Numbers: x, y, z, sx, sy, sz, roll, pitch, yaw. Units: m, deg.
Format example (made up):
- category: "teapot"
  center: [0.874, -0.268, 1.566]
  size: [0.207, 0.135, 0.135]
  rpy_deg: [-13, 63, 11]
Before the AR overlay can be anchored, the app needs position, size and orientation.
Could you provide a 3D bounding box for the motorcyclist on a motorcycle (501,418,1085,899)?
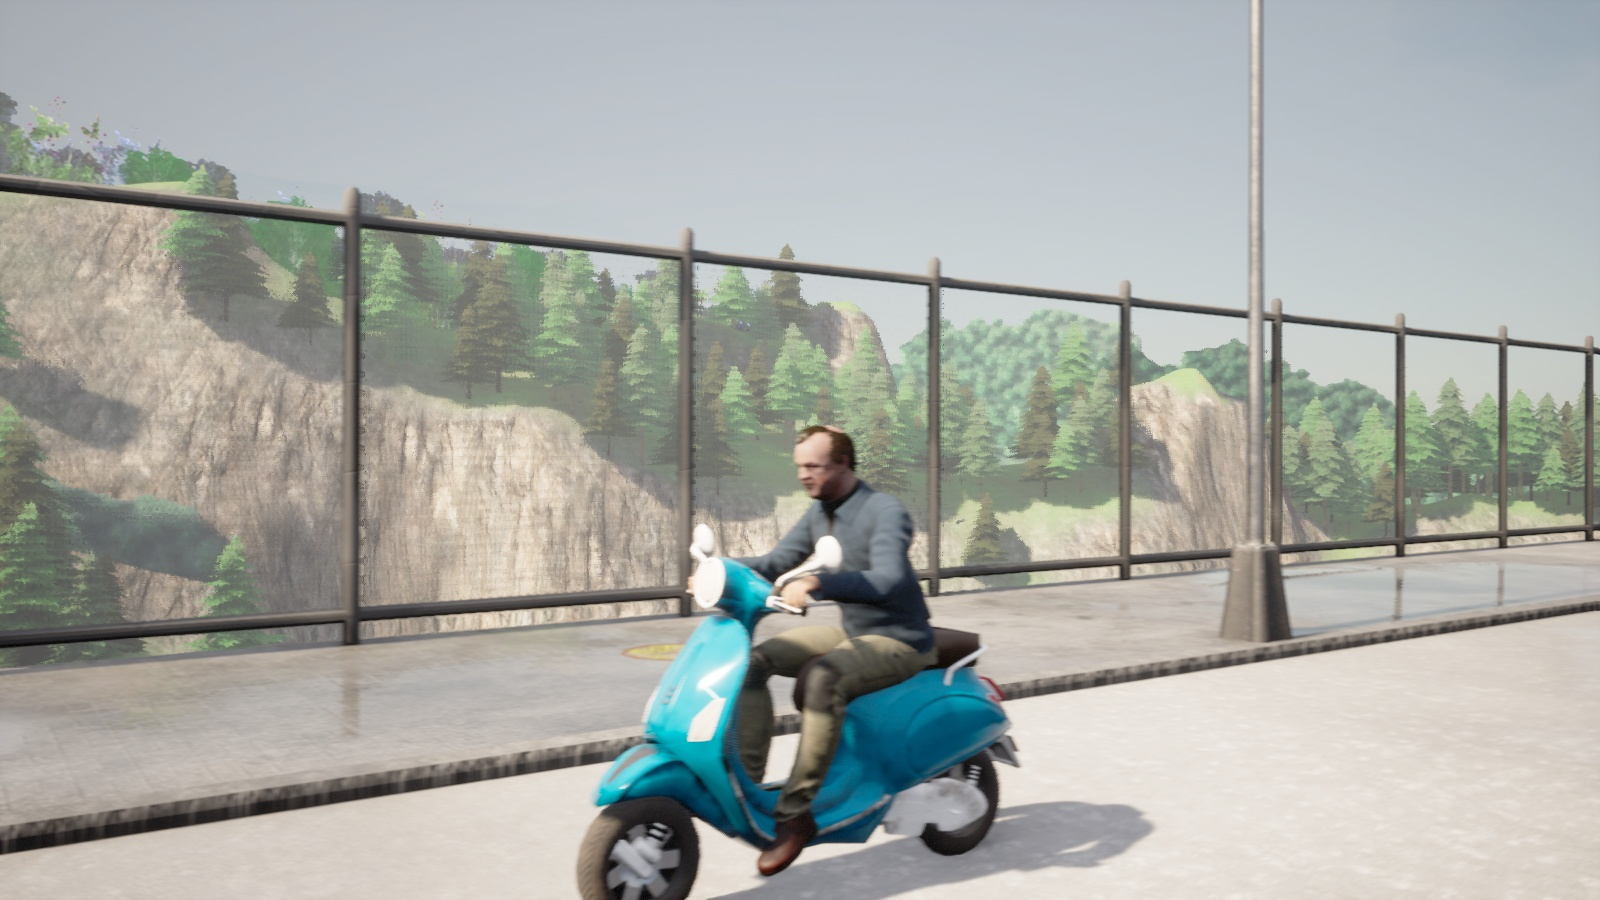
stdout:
- category: "motorcyclist on a motorcycle"
  center: [0.014, 0.709, 4.278]
  size: [1.817, 1.590, 0.866]
  rpy_deg: [0, 0, -35]
